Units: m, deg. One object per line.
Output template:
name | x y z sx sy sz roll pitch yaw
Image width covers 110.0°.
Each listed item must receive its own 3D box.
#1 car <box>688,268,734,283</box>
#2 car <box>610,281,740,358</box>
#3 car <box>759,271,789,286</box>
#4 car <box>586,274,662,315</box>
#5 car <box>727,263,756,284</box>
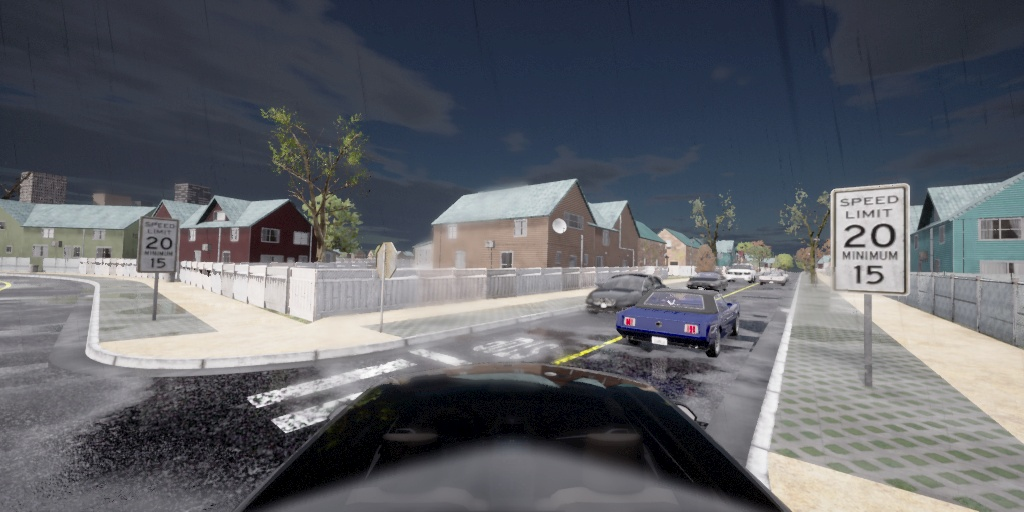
car | 13.688 1.775 24.955 2.033 1.411 5.357 0 -1 39
car | 4.409 1.481 9.016 1.895 1.301 4.718 0 -1 39
car | 24.764 2.130 33.981 1.895 1.301 4.718 0 -1 39
car | 4.563 1.447 13.725 1.837 1.490 4.892 0 -1 39
car | 24.090 1.790 37.612 2.150 2.045 5.566 0 -1 39
